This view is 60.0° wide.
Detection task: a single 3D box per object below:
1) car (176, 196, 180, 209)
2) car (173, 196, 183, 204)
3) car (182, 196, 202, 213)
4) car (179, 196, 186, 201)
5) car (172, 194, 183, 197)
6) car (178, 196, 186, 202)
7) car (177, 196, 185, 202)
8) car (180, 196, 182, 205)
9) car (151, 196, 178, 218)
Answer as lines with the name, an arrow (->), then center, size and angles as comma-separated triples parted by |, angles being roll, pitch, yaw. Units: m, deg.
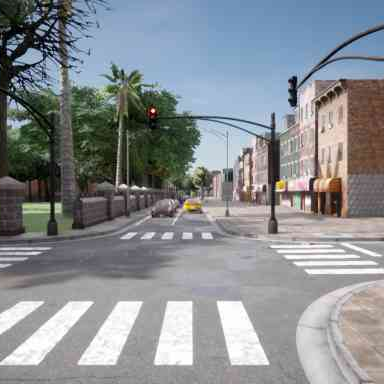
car -> -2.621, 1.498, 36.340 | 1.967, 1.590, 4.097 | 0, 0, 0
car -> -2.981, 1.715, 71.258 | 1.837, 1.490, 4.892 | 0, 0, 0
car -> 0.104, 1.542, 38.482 | 1.882, 1.535, 5.008 | 0, 0, 0
car -> -2.593, 1.915, 93.227 | 1.947, 1.339, 4.313 | -1, 0, 0
car -> -2.946, 1.402, 64.289 | 2.150, 2.045, 5.566 | 0, 0, 0
car -> -2.596, 1.861, 87.538 | 2.008, 1.369, 4.403 | -1, 0, 0
car -> -2.599, 1.818, 81.849 | 1.887, 1.381, 4.507 | 0, 0, 0
car -> -2.616, 1.680, 47.718 | 1.802, 1.307, 4.206 | 0, 0, 0
car -> -2.625, 1.481, 30.652 | 1.967, 1.590, 4.097 | 0, 0, 0
